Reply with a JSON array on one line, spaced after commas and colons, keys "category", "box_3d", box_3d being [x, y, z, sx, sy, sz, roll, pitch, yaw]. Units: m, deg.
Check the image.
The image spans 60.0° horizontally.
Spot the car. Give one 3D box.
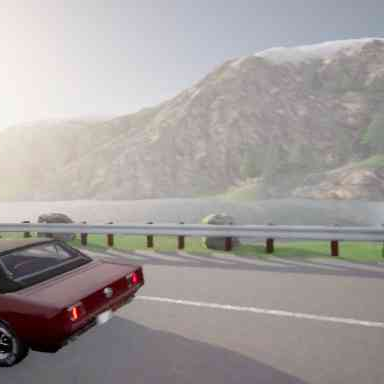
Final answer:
[{"category": "car", "box_3d": [-3.239, 1.450, 5.299, 4.718, 1.301, 1.895, -1, 3, 22]}]
